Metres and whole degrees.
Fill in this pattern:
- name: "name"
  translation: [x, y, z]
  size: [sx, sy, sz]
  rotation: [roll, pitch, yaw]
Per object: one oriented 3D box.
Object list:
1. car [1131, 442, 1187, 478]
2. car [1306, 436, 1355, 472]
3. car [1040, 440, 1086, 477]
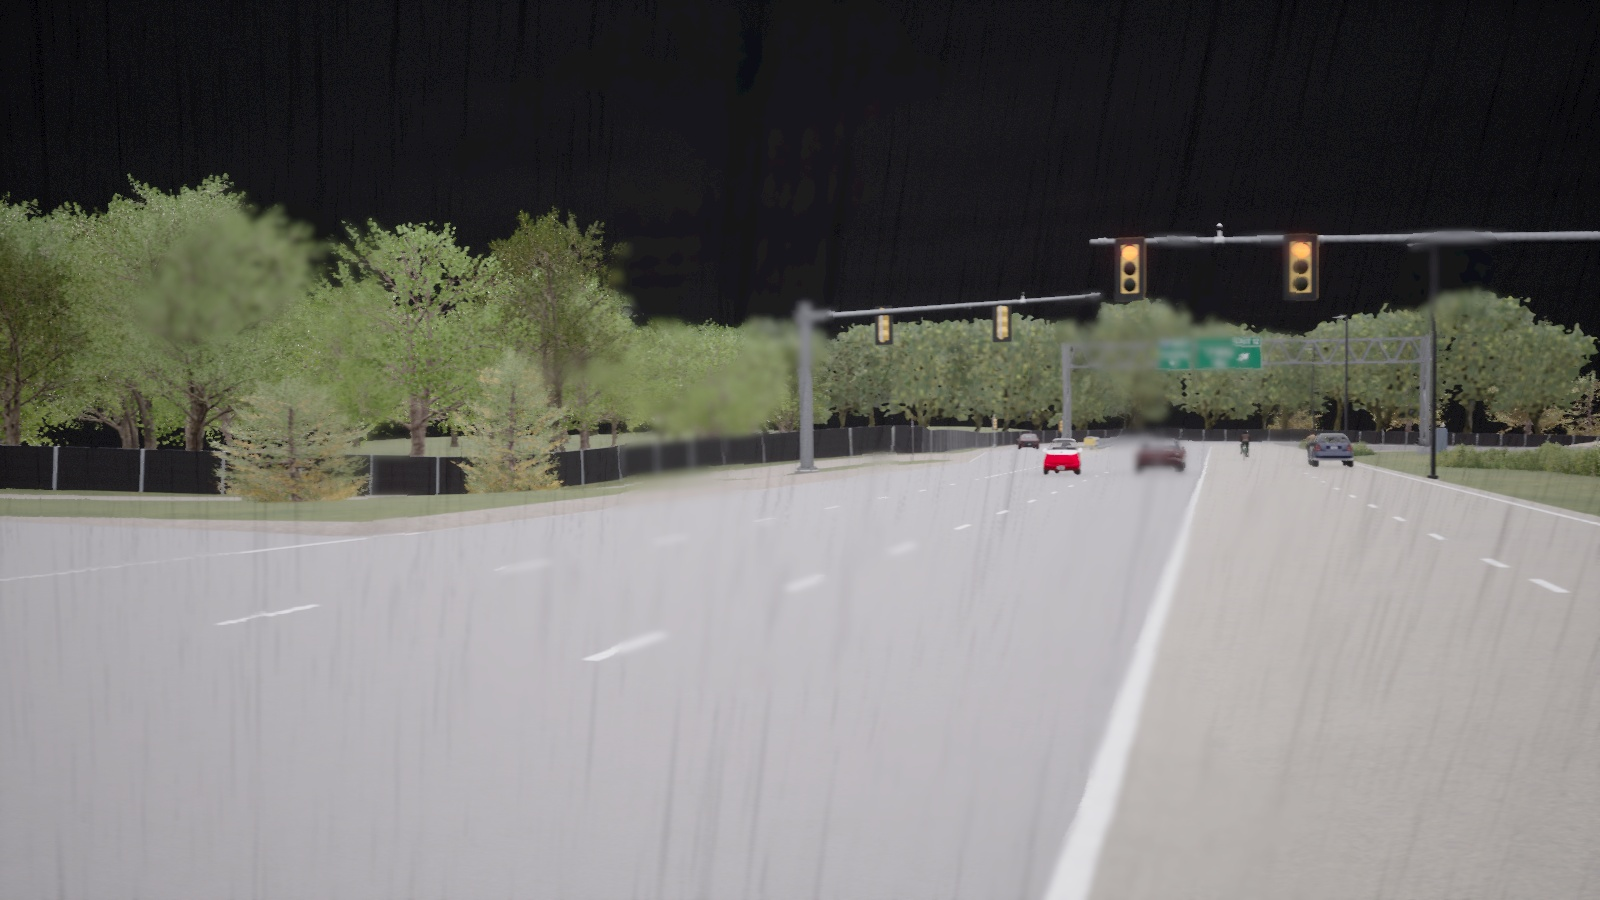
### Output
- name: "car"
  translation: [14.140, 0.360, 49.277]
  size: [1.895, 1.301, 4.718]
  rotation: [1, 1, 18]
- name: "car"
  translation: [24.349, 0.158, 57.751]
  size: [1.789, 1.549, 3.705]
  rotation: [1, 1, 18]
- name: "car"
  translation: [10.104, 0.313, 48.235]
  size: [1.481, 1.376, 2.207]
  rotation: [1, 1, 18]
